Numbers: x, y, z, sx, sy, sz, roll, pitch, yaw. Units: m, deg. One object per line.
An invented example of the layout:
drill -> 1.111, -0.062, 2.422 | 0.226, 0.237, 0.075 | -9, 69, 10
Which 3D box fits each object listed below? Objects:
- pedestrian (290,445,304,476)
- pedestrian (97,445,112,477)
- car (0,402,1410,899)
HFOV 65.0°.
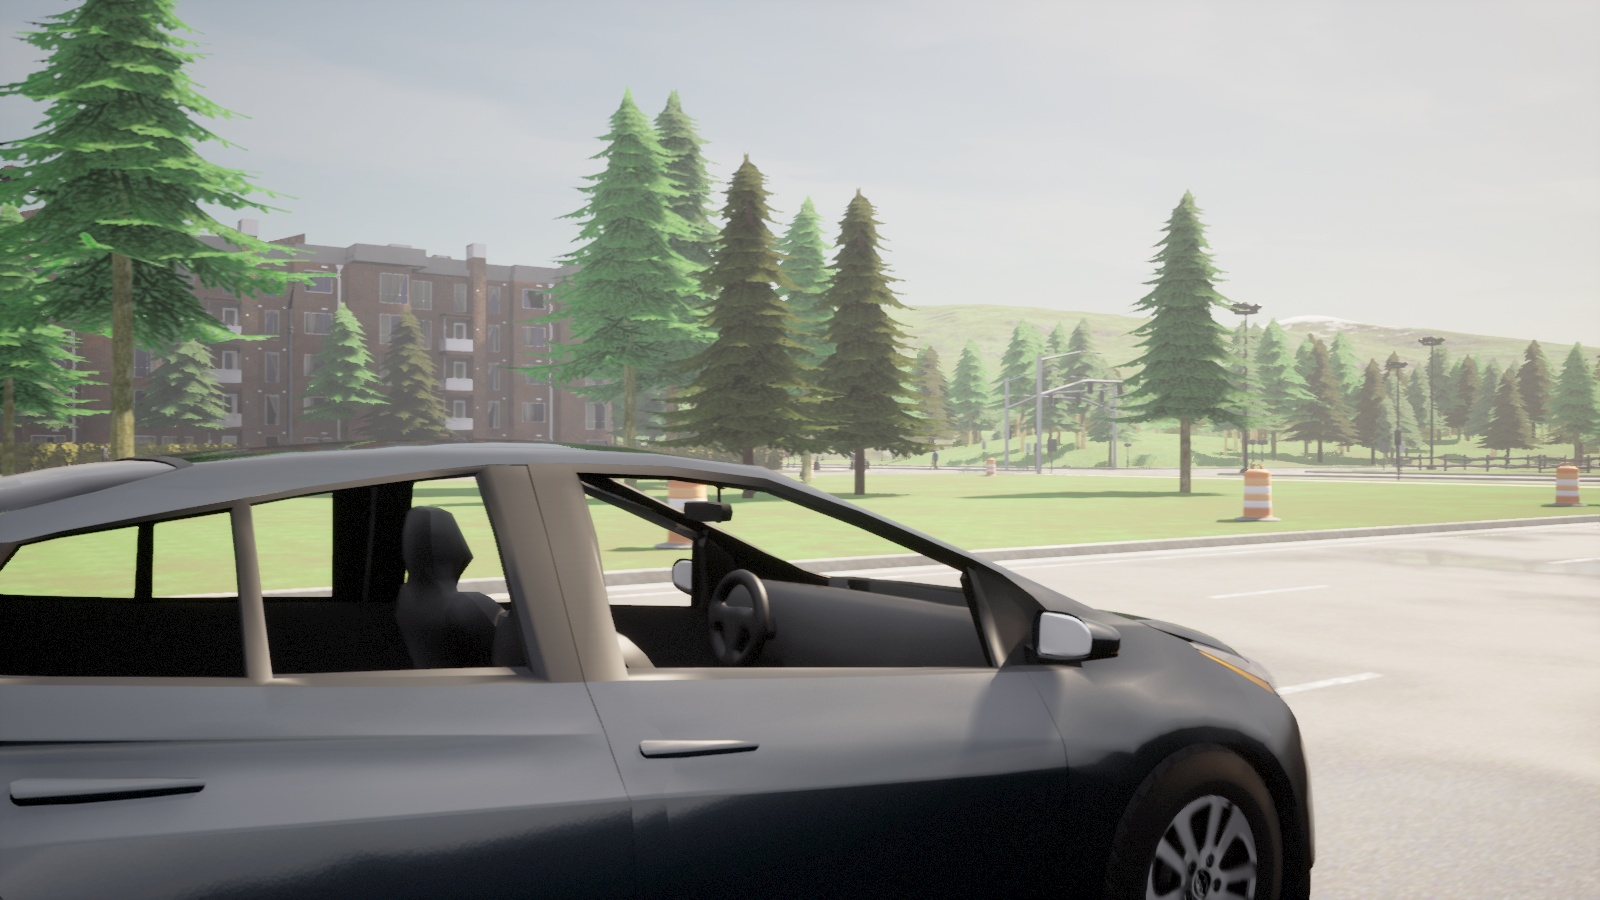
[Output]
pedestrian -> -31.504, 0.633, 78.653 | 0.788, 1.949, 0.423 | 0, 0, -32
pedestrian -> -40.210, 0.637, 72.564 | 0.694, 1.848, 0.540 | 0, 0, -34
car -> -0.642, 0.701, 3.212 | 4.514, 1.525, 2.007 | 0, 0, -35
